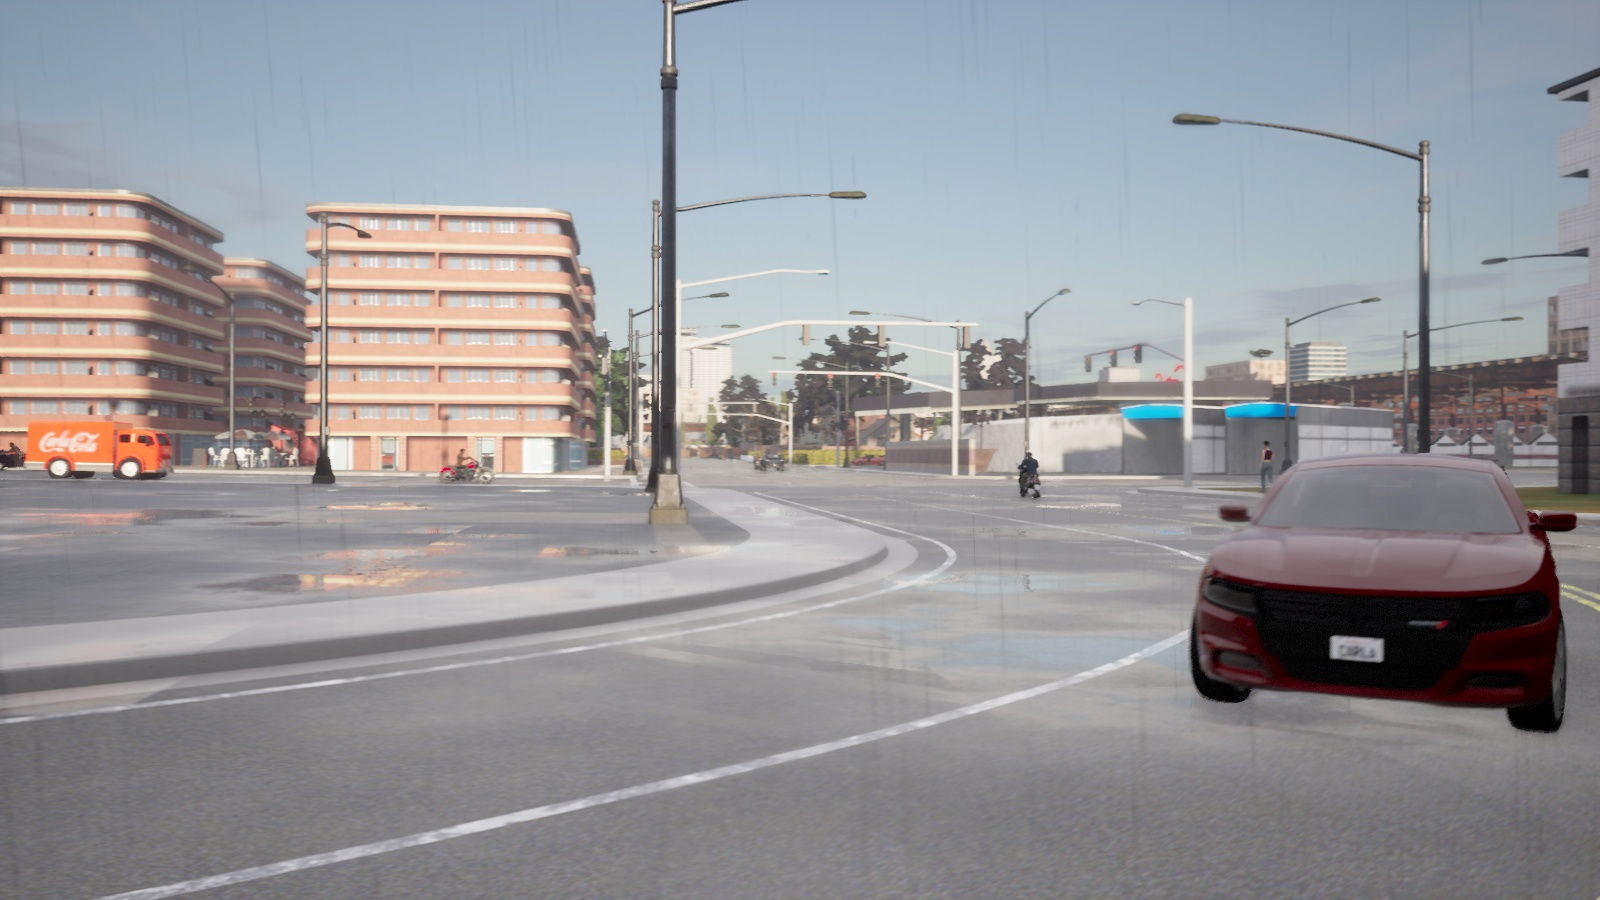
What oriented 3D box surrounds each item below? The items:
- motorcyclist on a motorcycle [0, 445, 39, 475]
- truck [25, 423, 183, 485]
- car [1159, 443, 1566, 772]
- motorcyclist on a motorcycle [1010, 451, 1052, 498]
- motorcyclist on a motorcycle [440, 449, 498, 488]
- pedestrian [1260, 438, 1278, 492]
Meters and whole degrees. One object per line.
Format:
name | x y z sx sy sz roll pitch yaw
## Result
motorcyclist on a motorcycle | -41.034 0.530 65.585 2.044 1.523 0.797 1 0 -7
truck | -29.263 0.163 52.978 5.204 2.467 2.627 1 0 -7
car | 3.998 0.741 8.509 1.882 1.535 5.008 0 0 30
motorcyclist on a motorcycle | 7.928 0.822 43.134 0.866 1.590 1.817 0 0 -8
motorcyclist on a motorcycle | -14.431 0.797 54.873 2.350 1.649 0.766 1 0 -7
pedestrian | 15.987 0.502 42.841 0.345 1.836 0.594 0 0 -5
